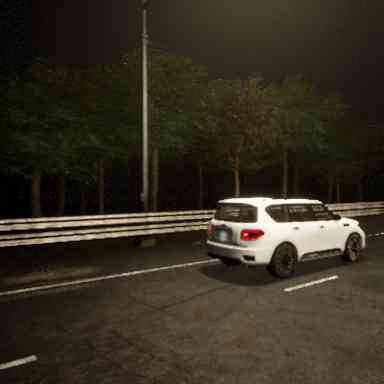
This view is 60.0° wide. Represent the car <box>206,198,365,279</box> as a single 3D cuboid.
[{"bbox_3d":[2.992,1.196,10.183,5.566,2.045,2.150,0,0,-35],"label":"car"}]
